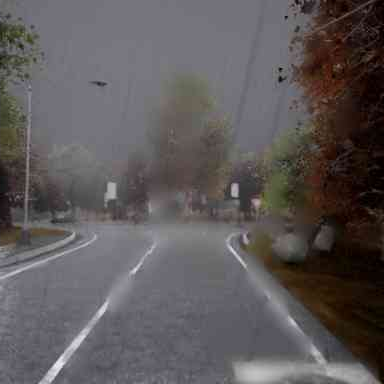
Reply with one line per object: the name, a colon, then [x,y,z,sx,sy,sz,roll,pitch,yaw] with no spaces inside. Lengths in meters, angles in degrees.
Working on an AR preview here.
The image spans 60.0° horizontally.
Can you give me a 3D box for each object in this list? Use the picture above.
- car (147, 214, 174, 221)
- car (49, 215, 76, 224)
car: [-6.122,5.012,64.839,5.357,1.411,2.033,1,-4,-8]
car: [-19.598,4.178,50.678,2.033,1.411,5.357,0,-4,6]
